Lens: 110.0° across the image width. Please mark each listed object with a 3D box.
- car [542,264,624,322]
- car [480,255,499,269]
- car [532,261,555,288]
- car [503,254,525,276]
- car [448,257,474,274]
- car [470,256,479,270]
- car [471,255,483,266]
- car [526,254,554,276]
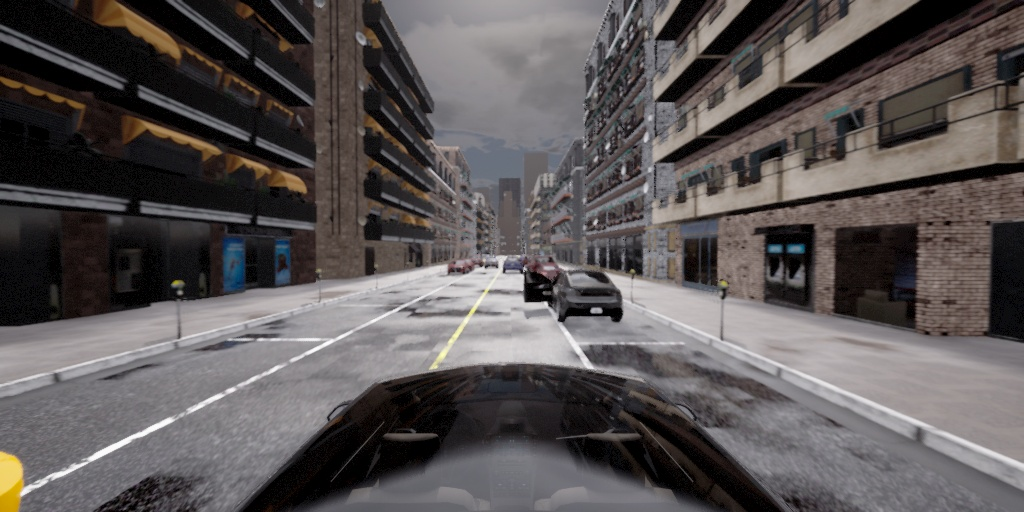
[{"bbox_3d":[2.230,1.186,11.886,1.837,1.490,4.892,0,0,0],"label":"car"},{"bbox_3d":[-2.755,0.981,49.026,2.033,1.411,5.357,0,0,0],"label":"car"},{"bbox_3d":[2.565,1.178,24.560,1.802,1.307,4.207,0,0,0],"label":"car"},{"bbox_3d":[0.075,0.854,38.631,2.097,1.767,4.553,0,0,0],"label":"car"},{"bbox_3d":[-5.315,1.065,35.992,1.888,1.381,4.507,0,0,0],"label":"car"},{"bbox_3d":[-5.315,1.028,41.644,1.888,1.381,4.507,0,0,0],"label":"car"},{"bbox_3d":[-5.315,0.723,52.945,2.192,1.841,5.009,0,0,0],"label":"car"},{"bbox_3d":[2.565,0.873,30.224,2.192,1.841,5.009,0,0,0],"label":"car"}]
